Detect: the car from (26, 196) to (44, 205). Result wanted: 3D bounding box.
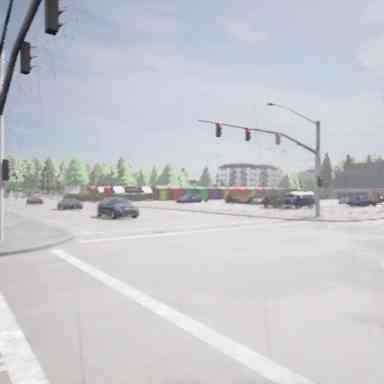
[{"bbox_3d":[-25.058,1.339,53.123,1.994,1.385,4.181,0,0,-36],"label":"car"}]

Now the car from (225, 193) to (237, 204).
[{"bbox_3d":[7.890,1.087,56.952,4.605,1.855,1.932,0,0,-36],"label":"car"}]

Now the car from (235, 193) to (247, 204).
[{"bbox_3d":[9.508,1.308,54.812,3.905,1.438,1.784,0,0,-36],"label":"car"}]

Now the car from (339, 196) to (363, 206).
[{"bbox_3d":[26.816,1.409,56.688,3.806,1.475,1.970,0,0,-36],"label":"car"}]

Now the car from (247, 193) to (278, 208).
[{"bbox_3d":[11.210,1.351,52.470,3.806,1.475,1.970,0,0,-36],"label":"car"}]

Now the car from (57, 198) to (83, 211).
[{"bbox_3d":[-13.865,1.383,37.796,1.994,1.385,4.181,0,0,-36],"label":"car"}]

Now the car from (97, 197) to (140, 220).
[{"bbox_3d":[-6.084,1.222,27.247,2.097,1.767,4.553,0,0,-36],"label":"car"}]

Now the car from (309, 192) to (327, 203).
[{"bbox_3d":[30.962,1.146,80.622,3.866,1.878,1.905,0,0,-36],"label":"car"}]

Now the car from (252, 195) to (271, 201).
[{"bbox_3d":[15.152,1.301,72.681,3.905,1.438,1.784,0,0,-36],"label":"car"}]

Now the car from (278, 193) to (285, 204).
[{"bbox_3d":[16.805,1.102,70.300,4.605,1.855,1.932,0,0,-36],"label":"car"}]
